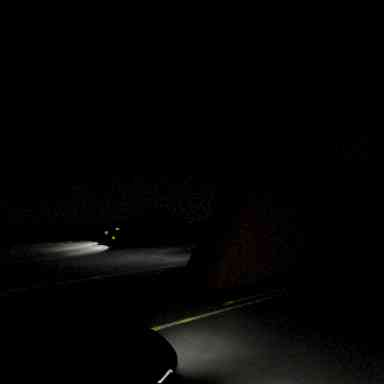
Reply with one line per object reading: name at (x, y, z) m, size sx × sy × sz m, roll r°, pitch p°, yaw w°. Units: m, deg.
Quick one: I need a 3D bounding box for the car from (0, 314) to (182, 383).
car at (-2.229, 1.526, 2.156) m, size 4.674 × 1.442 × 1.812 m, roll 0°, pitch 0°, yaw -35°

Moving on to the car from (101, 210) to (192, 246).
car at (-2.042, 1.563, 15.432) m, size 4.181 × 1.385 × 1.994 m, roll 0°, pitch 0°, yaw -35°

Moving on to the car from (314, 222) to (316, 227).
car at (3.424, 1.599, 15.030) m, size 4.718 × 1.301 × 1.895 m, roll 0°, pitch 0°, yaw -35°
